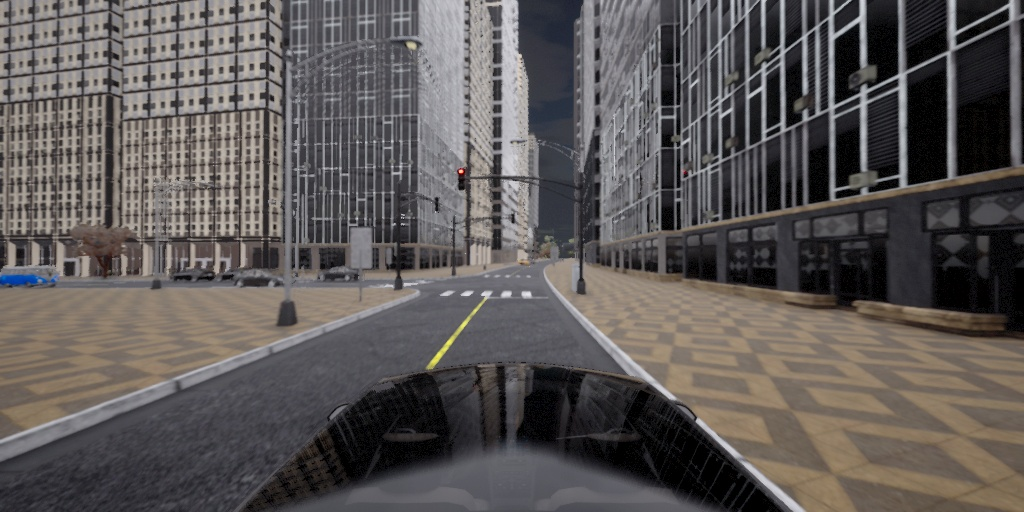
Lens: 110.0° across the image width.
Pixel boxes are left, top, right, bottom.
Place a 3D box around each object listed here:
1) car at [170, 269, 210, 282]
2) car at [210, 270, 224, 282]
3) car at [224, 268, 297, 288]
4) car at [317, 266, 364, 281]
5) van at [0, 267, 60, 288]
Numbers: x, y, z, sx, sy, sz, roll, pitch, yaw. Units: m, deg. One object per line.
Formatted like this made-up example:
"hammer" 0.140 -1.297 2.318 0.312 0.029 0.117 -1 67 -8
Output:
"car" -32.883 1.972 37.018 4.313 1.339 1.948 0 0 10
"car" -27.346 1.874 36.030 4.313 1.339 1.948 0 0 10
"car" -17.745 1.604 25.804 4.403 1.370 2.007 0 0 10
"car" -16.272 1.665 34.054 4.403 1.370 2.007 0 0 10
"van" -39.893 1.784 29.756 3.998 1.789 1.690 0 0 10
